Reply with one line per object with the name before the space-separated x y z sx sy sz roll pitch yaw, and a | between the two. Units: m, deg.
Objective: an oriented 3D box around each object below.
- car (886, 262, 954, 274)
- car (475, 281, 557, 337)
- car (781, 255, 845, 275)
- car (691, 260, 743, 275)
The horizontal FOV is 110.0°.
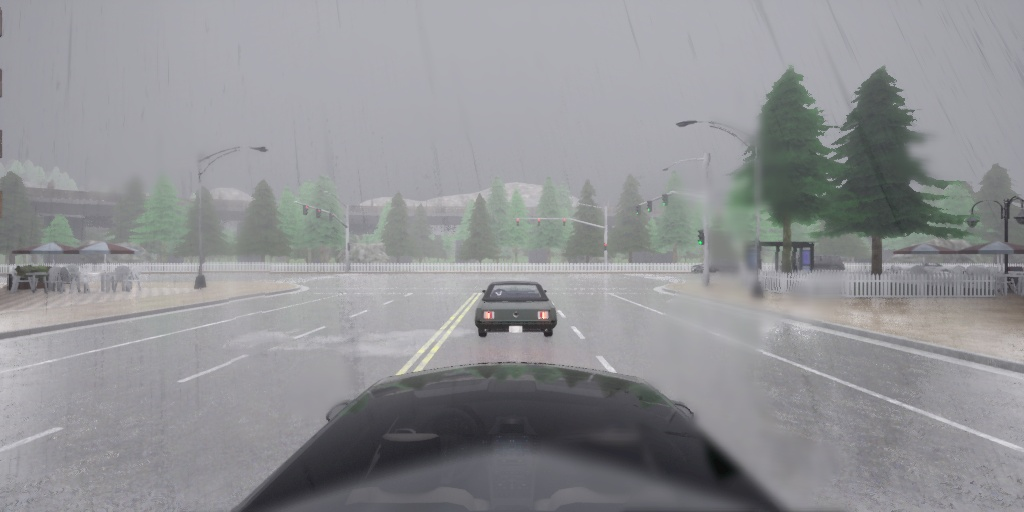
car | 41.811 1.295 36.766 4.718 1.301 1.895 0 0 10
car | 0.074 1.351 10.240 1.895 1.301 4.718 0 0 0
car | 31.526 0.916 37.606 5.566 2.045 2.150 0 0 1
car | 21.492 1.186 37.672 4.902 1.511 2.128 0 0 0
